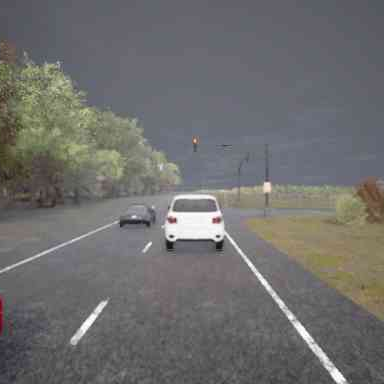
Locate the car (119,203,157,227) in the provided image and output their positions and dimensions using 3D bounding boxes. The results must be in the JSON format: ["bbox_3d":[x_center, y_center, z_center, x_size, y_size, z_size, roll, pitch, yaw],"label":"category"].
[{"bbox_3d":[-3.399,1.416,21.537,1.994,1.385,4.181,0,0,0],"label":"car"}]

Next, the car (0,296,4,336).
[{"bbox_3d":[-3.400,1.211,1.729,2.150,2.045,5.566,0,1,0],"label":"car"}]

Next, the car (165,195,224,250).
[{"bbox_3d":[0.101,1.124,14.023,2.150,2.045,5.566,0,0,0],"label":"car"}]
